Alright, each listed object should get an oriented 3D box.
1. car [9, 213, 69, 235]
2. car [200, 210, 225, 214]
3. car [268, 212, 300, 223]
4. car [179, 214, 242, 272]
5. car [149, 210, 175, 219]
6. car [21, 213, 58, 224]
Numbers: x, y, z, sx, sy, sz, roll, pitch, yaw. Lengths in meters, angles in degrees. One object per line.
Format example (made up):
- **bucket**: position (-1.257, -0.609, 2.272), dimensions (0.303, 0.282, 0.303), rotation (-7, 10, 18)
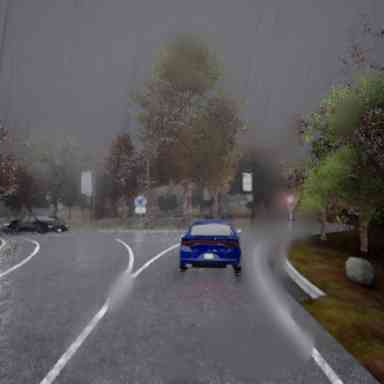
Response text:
- **car**: position (-11.871, 2.460, 25.609), dimensions (5.357, 1.411, 2.033), rotation (-2, -3, 32)
- **car**: position (3.207, 3.746, 55.047), dimensions (4.553, 1.767, 2.097), rotation (-1, -3, 22)
- **car**: position (12.435, 3.429, 45.388), dimensions (2.033, 1.411, 5.357), rotation (1, -3, -19)
- **car**: position (0.739, 1.737, 11.763), dimensions (1.882, 1.535, 5.008), rotation (0, -2, 6)
- **car**: position (-5.263, 3.789, 56.085), dimensions (4.892, 1.490, 1.837), rotation (1, -4, -4)
- **car**: position (-19.476, 3.353, 42.713), dimensions (1.895, 1.301, 4.718), rotation (-1, -3, 11)
